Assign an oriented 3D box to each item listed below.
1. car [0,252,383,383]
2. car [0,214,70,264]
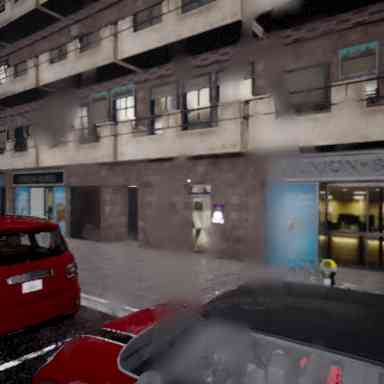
[{"bbox_3d":[0.548,1.441,2.481,4.097,1.590,1.967,0,0,35],"label":"car"},{"bbox_3d":[-4.036,1.319,5.750,5.009,1.841,2.192,0,0,35],"label":"car"}]
